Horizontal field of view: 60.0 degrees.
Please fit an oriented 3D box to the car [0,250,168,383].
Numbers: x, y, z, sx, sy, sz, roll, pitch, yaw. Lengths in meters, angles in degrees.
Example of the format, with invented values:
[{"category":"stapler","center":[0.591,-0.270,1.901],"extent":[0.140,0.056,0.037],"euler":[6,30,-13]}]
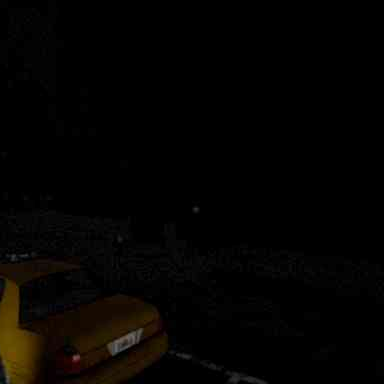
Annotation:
[{"category":"car","center":[-2.570,1.522,4.792],"extent":[4.829,1.417,1.752],"euler":[0,0,35]}]
